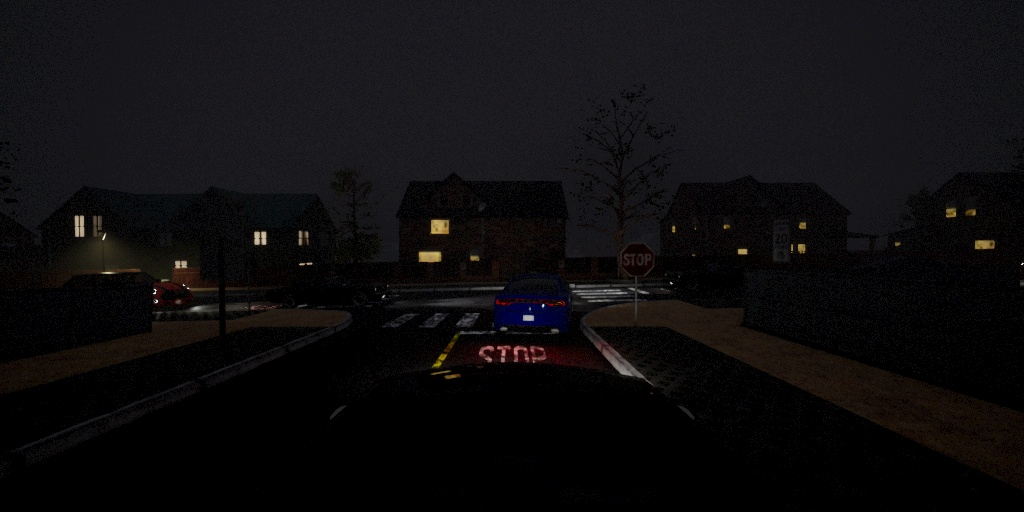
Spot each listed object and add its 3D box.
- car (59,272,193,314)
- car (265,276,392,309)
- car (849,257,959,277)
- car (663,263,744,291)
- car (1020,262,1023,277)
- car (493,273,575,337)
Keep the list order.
[{"bbox_3d":[-16.794,1.472,15.619,4.553,1.767,2.097,-1,1,0],"label":"car"},{"bbox_3d":[-7.807,1.506,15.623,4.718,1.301,1.895,-1,1,0],"label":"car"},{"bbox_3d":[20.061,0.753,18.578,5.357,1.411,2.033,-1,1,0],"label":"car"},{"bbox_3d":[10.416,1.034,18.545,4.718,1.301,1.895,-1,1,-1],"label":"car"},{"bbox_3d":[29.571,0.335,18.567,4.553,1.767,2.097,-1,1,0],"label":"car"},{"bbox_3d":[0.789,1.226,10.413,1.882,1.535,5.008,0,0,10],"label":"car"}]
